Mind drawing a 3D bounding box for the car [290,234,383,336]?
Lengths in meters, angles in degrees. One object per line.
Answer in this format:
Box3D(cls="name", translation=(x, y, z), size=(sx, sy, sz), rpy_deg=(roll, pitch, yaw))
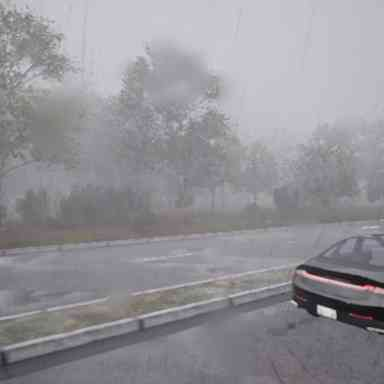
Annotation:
Box3D(cls="car", translation=(3.933, 1.553, 6.250), size=(4.902, 1.511, 2.128), rpy_deg=(1, 0, -36))
